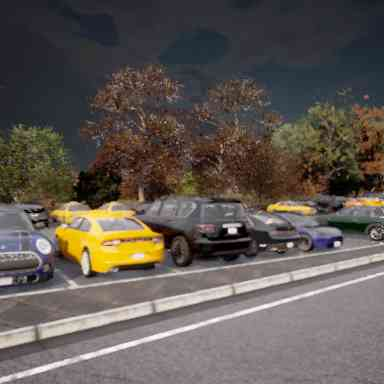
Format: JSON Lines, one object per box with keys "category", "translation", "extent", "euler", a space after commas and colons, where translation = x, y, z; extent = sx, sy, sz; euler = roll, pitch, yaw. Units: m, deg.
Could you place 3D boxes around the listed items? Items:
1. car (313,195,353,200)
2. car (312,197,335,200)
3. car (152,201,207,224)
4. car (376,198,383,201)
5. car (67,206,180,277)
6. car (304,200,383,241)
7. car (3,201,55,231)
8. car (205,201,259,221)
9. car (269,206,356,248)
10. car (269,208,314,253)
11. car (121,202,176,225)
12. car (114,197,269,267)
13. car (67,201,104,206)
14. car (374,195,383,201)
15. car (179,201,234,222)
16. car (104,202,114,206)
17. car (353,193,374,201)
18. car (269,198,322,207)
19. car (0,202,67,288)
{"category": "car", "translation": [14.839, 1.360, 38.127], "extent": [2.435, 2.045, 5.566], "euler": [-1, 0, -35]}
{"category": "car", "translation": [12.566, 1.631, 36.514], "extent": [2.097, 1.535, 5.008], "euler": [0, 0, -35]}
{"category": "car", "translation": [-1.151, 1.572, 26.933], "extent": [2.097, 1.535, 5.008], "euler": [1, 0, -35]}
{"category": "car", "translation": [15.607, 1.540, 22.719], "extent": [2.185, 1.767, 4.553], "euler": [0, 0, -35]}
{"category": "car", "translation": [-2.666, 1.366, 9.928], "extent": [2.097, 1.535, 5.008], "euler": [2, -1, -35]}
{"category": "car", "translation": [8.785, 1.498, 17.884], "extent": [2.185, 1.767, 4.553], "euler": [1, 0, -35]}
{"category": "car", "translation": [-10.220, 1.376, 20.648], "extent": [2.163, 1.488, 4.792], "euler": [2, -1, -35]}
{"category": "car", "translation": [3.531, 1.628, 30.198], "extent": [2.231, 1.521, 4.892], "euler": [1, 0, -35]}
{"category": "car", "translation": [4.204, 1.583, 14.692], "extent": [2.163, 1.488, 4.792], "euler": [1, 0, -35]}
{"category": "car", "translation": [1.913, 1.502, 13.121], "extent": [2.231, 1.521, 4.892], "euler": [1, -1, -35]}
{"category": "car", "translation": [-3.427, 1.562, 25.316], "extent": [2.163, 1.488, 4.792], "euler": [1, -1, -35]}
{"category": "car", "translation": [-0.389, 1.187, 11.557], "extent": [2.435, 2.045, 5.566], "euler": [2, -1, -35]}
{"category": "car", "translation": [-8.019, 1.415, 22.374], "extent": [1.946, 1.575, 5.366], "euler": [2, -1, -35]}
{"category": "car", "translation": [21.722, 1.503, 42.887], "extent": [2.097, 1.535, 5.008], "euler": [-1, 1, -35]}
{"category": "car", "translation": [1.137, 1.604, 28.529], "extent": [2.097, 1.535, 5.008], "euler": [1, 0, -35]}
{"category": "car", "translation": [-5.727, 1.479, 23.973], "extent": [1.946, 1.575, 5.366], "euler": [2, -1, -35]}
{"category": "car", "translation": [19.415, 1.421, 41.323], "extent": [2.185, 1.767, 4.553], "euler": [-1, 1, -35]}
{"category": "car", "translation": [10.387, 1.640, 34.762], "extent": [1.946, 1.575, 5.366], "euler": [0, 0, -35]}
{"category": "car", "translation": [-4.962, 1.159, 8.371], "extent": [2.185, 1.767, 4.553], "euler": [2, -1, -35]}
